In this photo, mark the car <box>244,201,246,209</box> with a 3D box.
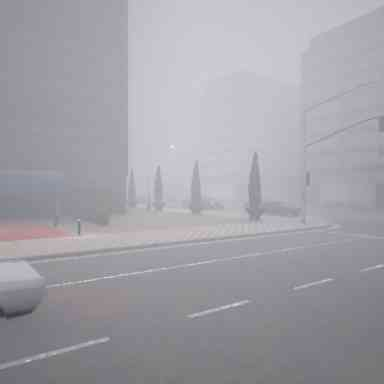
[{"bbox_3d":[8.173,1.478,38.419,1.882,1.535,5.008,0,0,-35],"label":"car"}]

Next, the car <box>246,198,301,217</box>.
[{"bbox_3d":[8.156,1.547,32.292,2.033,1.411,5.357,0,0,-34],"label":"car"}]

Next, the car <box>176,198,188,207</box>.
[{"bbox_3d":[0.328,1.548,49.656,2.033,1.411,5.357,0,0,-35],"label":"car"}]

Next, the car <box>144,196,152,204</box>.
[{"bbox_3d":[-9.331,1.480,63.652,1.882,1.535,5.008,0,0,-35],"label":"car"}]

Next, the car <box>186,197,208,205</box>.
[{"bbox_3d":[0.895,1.564,61.402,1.994,1.385,4.181,0,0,-34],"label":"car"}]

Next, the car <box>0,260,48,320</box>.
[{"bbox_3d":[-4.805,1.601,4.849,4.718,1.301,1.895,0,0,-35],"label":"car"}]

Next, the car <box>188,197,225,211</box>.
[{"bbox_3d":[1.988,1.356,41.165,2.097,1.767,4.553,0,0,-35],"label":"car"}]

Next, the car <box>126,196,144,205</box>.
[{"bbox_3d":[-11.096,1.601,60.035,1.895,1.301,4.718,0,0,-34],"label":"car"}]

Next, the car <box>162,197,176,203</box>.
[{"bbox_3d":[-4.763,1.600,69.567,1.895,1.301,4.718,0,0,-34],"label":"car"}]
